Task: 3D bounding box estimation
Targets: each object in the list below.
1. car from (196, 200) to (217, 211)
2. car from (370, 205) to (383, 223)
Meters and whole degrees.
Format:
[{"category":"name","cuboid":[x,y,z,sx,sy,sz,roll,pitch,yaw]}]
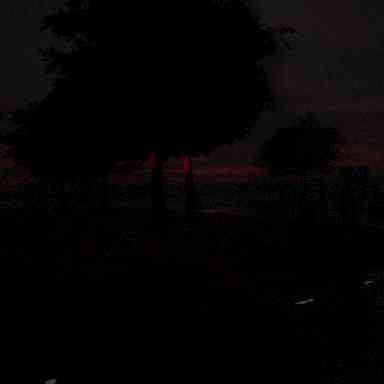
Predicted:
[{"category":"car","cuboid":[1.763,1.895,48.416,1.837,1.490,4.892,-3,0,-30]},{"category":"car","cuboid":[15.633,1.641,24.961,1.882,1.535,5.008,-2,1,-22]}]
